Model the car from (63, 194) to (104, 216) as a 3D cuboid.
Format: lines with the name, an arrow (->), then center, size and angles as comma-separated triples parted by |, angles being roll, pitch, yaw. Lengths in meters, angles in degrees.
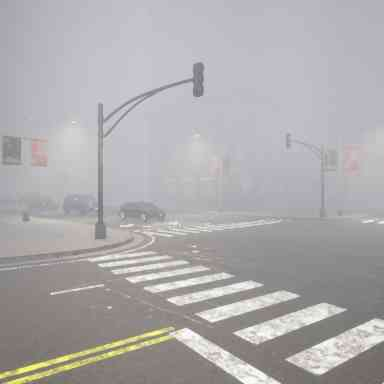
car -> -11.017, 1.207, 33.459 | 2.150, 2.045, 5.566 | 0, 0, -45

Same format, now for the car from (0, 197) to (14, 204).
car -> -33.634, 1.531, 60.996 | 1.994, 1.385, 4.181 | 0, 0, -45

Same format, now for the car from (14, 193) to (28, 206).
car -> -26.051, 1.198, 53.403 | 5.566, 2.045, 2.150 | 0, 0, 45

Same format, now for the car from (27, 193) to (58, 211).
car -> -18.112, 1.333, 40.576 | 2.097, 1.767, 4.553 | 0, 0, -45

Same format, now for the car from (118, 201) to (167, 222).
car -> -4.004, 1.495, 26.430 | 1.837, 1.490, 4.892 | 0, 0, -44
